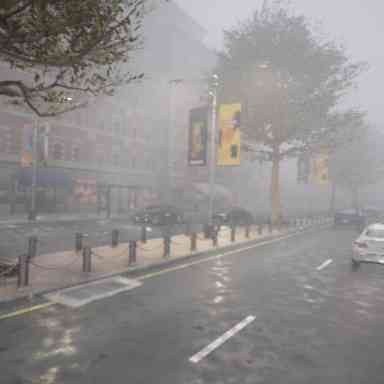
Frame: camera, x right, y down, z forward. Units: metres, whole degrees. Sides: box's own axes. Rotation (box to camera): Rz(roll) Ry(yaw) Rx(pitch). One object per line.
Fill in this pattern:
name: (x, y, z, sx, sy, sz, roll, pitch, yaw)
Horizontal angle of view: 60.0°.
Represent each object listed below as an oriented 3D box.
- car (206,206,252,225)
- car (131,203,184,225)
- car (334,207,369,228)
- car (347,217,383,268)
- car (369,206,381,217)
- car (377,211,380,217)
car: (3.185, 1.872, 27.263, 2.033, 1.411, 5.357, 2, -1, 33)
car: (-2.492, 1.622, 24.991, 1.837, 1.490, 4.892, 2, 0, 33)
car: (12.967, 2.128, 27.244, 1.882, 1.535, 5.008, 2, -1, 33)
car: (6.868, 1.849, 11.743, 1.812, 1.442, 4.674, 2, -1, 33)
car: (22.346, 2.554, 41.535, 1.882, 1.535, 5.008, 2, -1, 33)
car: (14.495, 2.216, 23.197, 2.033, 1.411, 5.357, 2, -1, 33)
